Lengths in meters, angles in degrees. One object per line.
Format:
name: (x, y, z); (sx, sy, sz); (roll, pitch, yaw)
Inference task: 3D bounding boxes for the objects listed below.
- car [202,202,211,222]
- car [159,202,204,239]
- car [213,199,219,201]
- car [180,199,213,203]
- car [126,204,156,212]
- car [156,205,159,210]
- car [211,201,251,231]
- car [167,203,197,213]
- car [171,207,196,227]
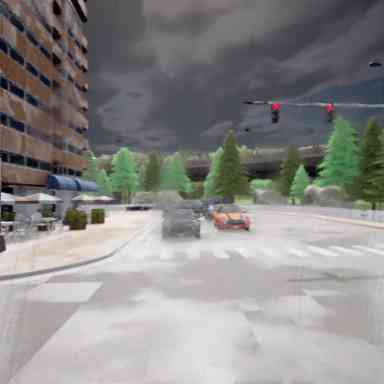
car: (2.384, 2.062, 32.959); (2.128, 1.511, 4.902); (-1, -1, -5)
car: (-0.608, 1.706, 19.665); (2.097, 1.767, 4.553); (-1, -1, -1)
car: (2.203, 2.182, 53.414); (2.150, 2.045, 5.566); (0, -1, -38)
car: (0.083, 2.013, 43.209); (2.150, 2.045, 5.566); (0, -1, -25)
car: (-9.418, 2.808, 59.172); (4.718, 1.301, 1.895); (-1, -1, 29)
car: (-5.224, 2.752, 60.787); (4.181, 1.385, 1.994); (-1, -1, 31)
car: (2.792, 1.745, 23.828); (2.097, 1.767, 4.553); (-1, -1, -2)
car: (-1.641, 2.482, 52.579); (2.128, 1.511, 4.902); (0, -1, -41)
car: (-0.743, 2.082, 29.134); (2.033, 1.411, 5.357); (-1, -1, -1)
